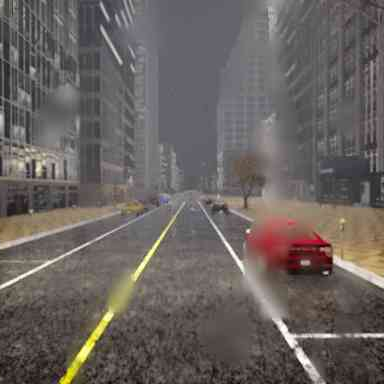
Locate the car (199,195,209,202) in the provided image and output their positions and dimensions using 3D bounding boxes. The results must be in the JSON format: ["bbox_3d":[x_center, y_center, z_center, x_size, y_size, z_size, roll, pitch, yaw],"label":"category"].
[{"bbox_3d":[2.622,1.373,72.155,1.967,1.590,4.097,-1,0,0],"label":"car"}]

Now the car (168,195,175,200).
[{"bbox_3d":[-5.775,1.454,94.686,1.887,1.381,4.507,-1,0,0],"label":"car"}]

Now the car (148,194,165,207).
[{"bbox_3d":[-5.741,1.278,49.554,2.192,1.841,5.009,-1,0,0],"label":"car"}]

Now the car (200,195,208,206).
[{"bbox_3d":[2.642,1.508,49.585,2.008,1.369,4.403,-1,0,0],"label":"car"}]

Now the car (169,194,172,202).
[{"bbox_3d":[-5.755,1.260,66.479,2.192,1.841,5.009,-1,0,0],"label":"car"}]

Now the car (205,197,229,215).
[{"bbox_3d":[2.656,1.525,32.656,2.008,1.369,4.403,-1,0,0],"label":"car"}]

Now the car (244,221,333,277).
[{"bbox_3d":[2.674,1.537,10.085,1.887,1.381,4.507,-1,0,0],"label":"car"}]

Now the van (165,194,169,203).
[{"bbox_3d":[-5.750,1.292,60.837,1.690,1.788,3.998,-1,0,0],"label":"van"}]

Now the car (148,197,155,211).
[{"bbox_3d":[-5.729,1.556,38.272,1.802,1.307,4.206,-1,0,0],"label":"car"}]

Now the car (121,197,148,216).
[{"bbox_3d":[-5.725,1.505,32.461,1.752,1.417,4.829,-1,0,0],"label":"car"}]

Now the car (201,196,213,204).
[{"bbox_3d":[2.633,1.496,60.870,2.008,1.369,4.403,-1,0,0],"label":"car"}]
